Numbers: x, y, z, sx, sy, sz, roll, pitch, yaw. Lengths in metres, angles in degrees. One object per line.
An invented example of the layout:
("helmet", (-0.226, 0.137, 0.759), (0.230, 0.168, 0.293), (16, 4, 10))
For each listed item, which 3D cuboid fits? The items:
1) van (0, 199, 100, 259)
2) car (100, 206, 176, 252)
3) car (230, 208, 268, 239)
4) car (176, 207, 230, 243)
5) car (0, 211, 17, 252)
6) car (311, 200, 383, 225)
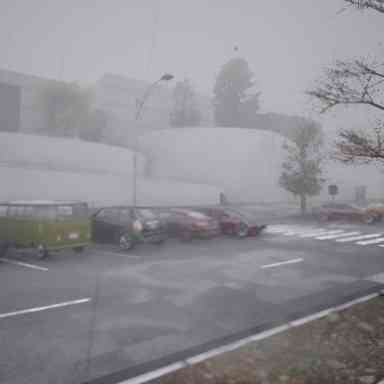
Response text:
("van", (-5.814, 1.272, 12.578), (4.442, 1.987, 1.878), (-1, -1, 35))
("car", (-3.261, 1.373, 14.225), (4.553, 1.767, 2.185), (-1, -1, 34))
("car", (1.617, 1.534, 17.702), (4.792, 1.488, 2.163), (-1, -1, 35))
("car", (-0.854, 1.542, 15.968), (4.674, 1.452, 2.002), (-1, -1, 35))
("car", (-8.141, 1.495, 10.777), (4.892, 1.521, 2.231), (-1, -1, 35))
("car", (11.397, 1.545, 24.666), (4.792, 1.488, 2.163), (-1, -1, 35))
